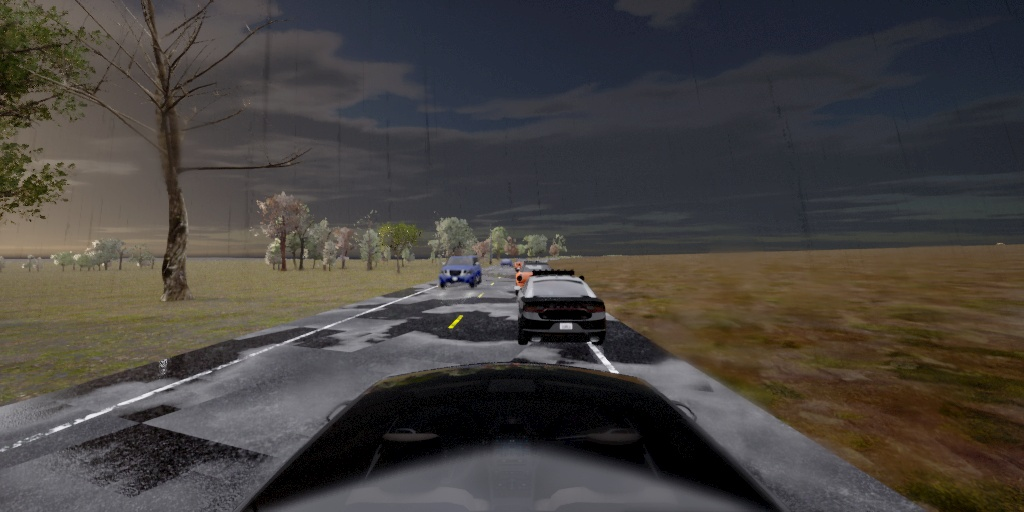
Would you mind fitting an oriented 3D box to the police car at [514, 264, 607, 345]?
[{"bbox_3d":[1.089,1.175,9.626,1.930,1.638,5.238,0,0,1],"label":"police car"}]

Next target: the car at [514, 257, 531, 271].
[{"bbox_3d":[1.535,1.092,50.766,2.097,1.767,4.553,0,0,4],"label":"car"}]

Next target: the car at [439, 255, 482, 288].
[{"bbox_3d":[-3.282,0.972,23.836,2.150,2.045,5.566,0,0,2],"label":"car"}]

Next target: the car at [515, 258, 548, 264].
[{"bbox_3d":[1.246,1.101,19.451,2.097,1.767,4.553,0,0,1],"label":"car"}]
